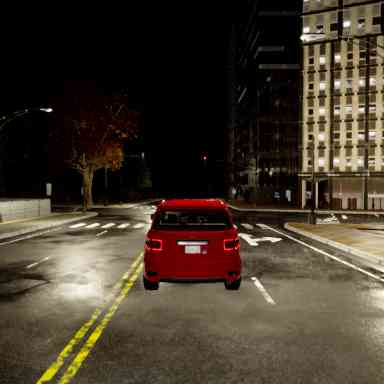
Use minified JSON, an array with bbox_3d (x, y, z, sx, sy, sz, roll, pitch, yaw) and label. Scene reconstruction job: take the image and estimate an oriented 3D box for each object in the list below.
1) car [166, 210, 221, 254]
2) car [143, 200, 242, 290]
[{"bbox_3d":[0.066,1.560,14.127,1.994,1.385,4.181,0,0,0],"label":"car"},{"bbox_3d":[-0.020,1.218,9.188,2.150,2.045,5.566,0,0,-1],"label":"car"}]
